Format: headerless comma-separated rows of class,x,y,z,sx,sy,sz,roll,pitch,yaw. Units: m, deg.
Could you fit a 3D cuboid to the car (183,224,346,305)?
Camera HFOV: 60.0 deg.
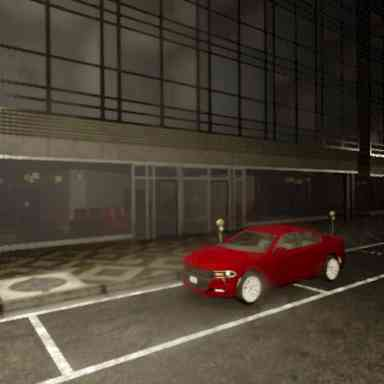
car,1.863,1.498,7.982,4.507,1.381,1.887,-1,0,-36
